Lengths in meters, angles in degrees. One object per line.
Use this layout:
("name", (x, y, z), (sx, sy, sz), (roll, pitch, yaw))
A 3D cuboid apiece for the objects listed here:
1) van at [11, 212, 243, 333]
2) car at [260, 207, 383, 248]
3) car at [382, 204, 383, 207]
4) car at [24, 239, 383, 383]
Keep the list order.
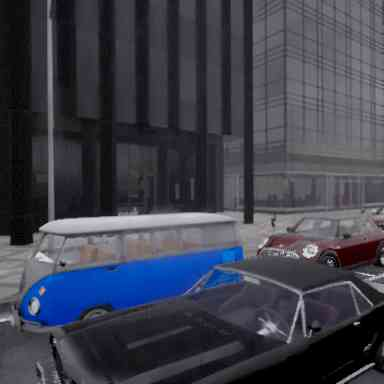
("van", (-0.885, 1.315, 6.014), (3.998, 1.788, 1.690), (-1, 0, -35))
("car", (3.685, 1.358, 9.268), (4.097, 1.590, 1.967), (-1, 0, -35))
("car", (8.254, 1.178, 12.520), (5.009, 1.841, 2.192), (-1, 0, -35))
("car", (0.807, 1.573, 3.952), (4.718, 1.301, 1.895), (-1, 0, -35))
